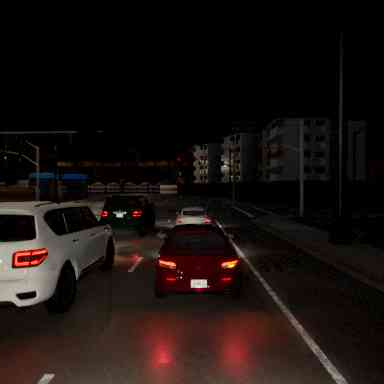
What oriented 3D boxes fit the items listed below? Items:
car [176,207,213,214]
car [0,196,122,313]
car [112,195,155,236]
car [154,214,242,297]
[{"bbox_3d":[0.115,1.490,17.518,1.812,1.442,4.674,0,0,1],"label":"car"},{"bbox_3d":[-3.383,1.218,7.788,2.150,2.045,5.566,0,0,0],"label":"car"},{"bbox_3d":[-3.352,1.179,18.147,2.150,2.045,5.566,0,0,0],"label":"car"},{"bbox_3d":[0.120,1.521,8.431,1.812,1.442,4.674,0,0,0],"label":"car"}]
